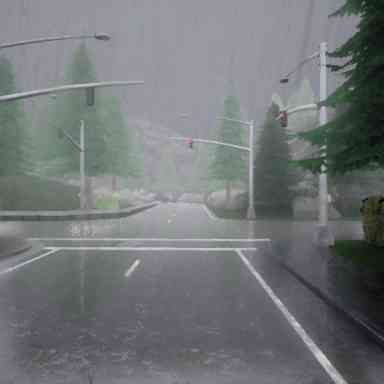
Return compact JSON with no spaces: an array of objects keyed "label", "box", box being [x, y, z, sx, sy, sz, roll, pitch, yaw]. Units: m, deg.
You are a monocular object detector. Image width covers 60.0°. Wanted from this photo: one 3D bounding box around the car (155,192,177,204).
[{"label":"car","box":[-5.103,1.126,64.606,2.150,2.045,5.566,2,-1,-36]}]
